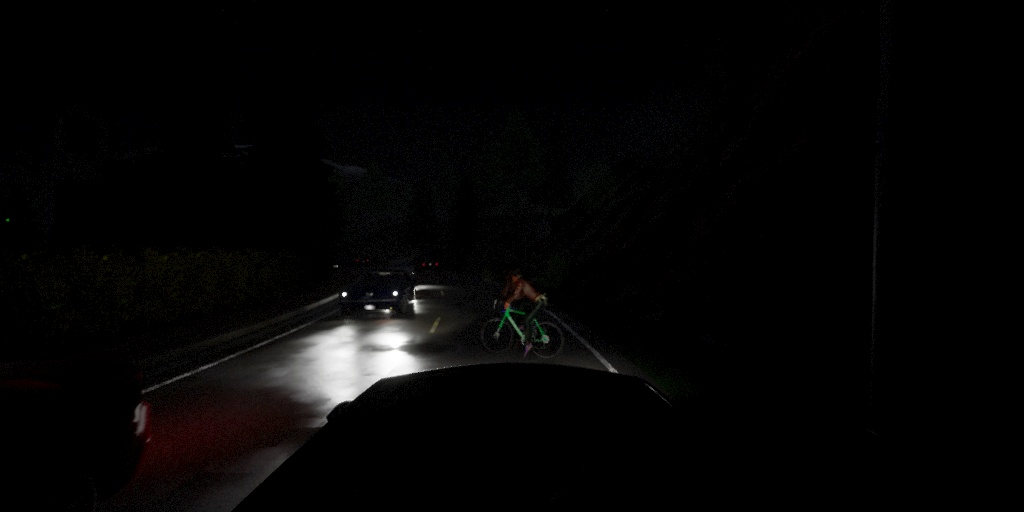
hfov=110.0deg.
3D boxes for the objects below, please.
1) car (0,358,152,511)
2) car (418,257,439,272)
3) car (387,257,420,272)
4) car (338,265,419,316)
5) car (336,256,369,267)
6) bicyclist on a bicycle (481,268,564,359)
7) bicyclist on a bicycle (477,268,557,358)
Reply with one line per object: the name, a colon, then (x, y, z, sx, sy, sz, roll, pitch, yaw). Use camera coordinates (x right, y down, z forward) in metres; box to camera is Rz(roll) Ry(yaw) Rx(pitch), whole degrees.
car: (-3.725, 1.244, 0.655, 1.882, 1.535, 5.008, 0, 1, -1)
car: (-8.678, 0.786, 34.654, 2.033, 1.411, 5.357, -1, 1, -31)
car: (-7.256, 0.944, 23.060, 1.812, 1.442, 4.674, 0, 1, -20)
car: (-4.594, 1.179, 12.797, 1.895, 1.301, 4.718, 0, 1, -10)
car: (-19.964, 0.643, 44.870, 4.181, 1.385, 1.994, 0, 1, 28)
bicyclist on a bicycle: (0.187, 1.089, 6.804, 1.656, 1.620, 0.582, 1, -7, 18)
bicyclist on a bicycle: (0.069, 1.085, 7.432, 1.656, 1.620, 0.582, 0, 2, 43)
